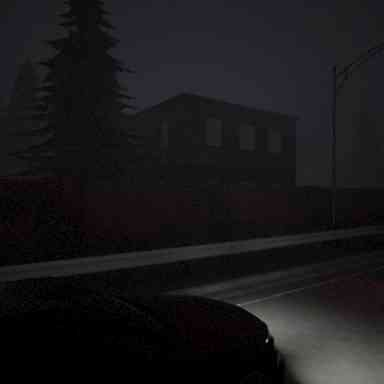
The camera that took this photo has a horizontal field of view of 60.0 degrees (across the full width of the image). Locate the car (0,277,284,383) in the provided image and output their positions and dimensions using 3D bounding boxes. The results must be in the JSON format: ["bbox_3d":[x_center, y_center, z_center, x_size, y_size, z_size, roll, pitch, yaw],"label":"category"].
[{"bbox_3d":[-1.235,1.529,2.870,4.674,1.442,1.812,0,0,-35],"label":"car"}]
